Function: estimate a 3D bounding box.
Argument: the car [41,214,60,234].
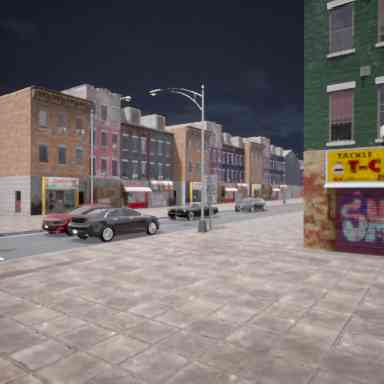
[{"bbox_3d":[-5.664,1.401,18.203,1.882,1.535,5.008,0,0,34],"label":"car"}]

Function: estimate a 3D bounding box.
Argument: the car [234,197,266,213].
[{"bbox_3d":[6.155,1.320,34.676,1.837,1.490,4.892,0,1,36],"label":"car"}]

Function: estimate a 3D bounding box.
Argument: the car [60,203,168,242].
[{"bbox_3d":[-3.595,1.442,16.210,1.837,1.490,4.892,0,0,36],"label":"car"}]

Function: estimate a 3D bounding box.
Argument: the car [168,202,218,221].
[{"bbox_3d":[0.120,1.472,26.291,1.895,1.301,4.718,0,0,36],"label":"car"}]
